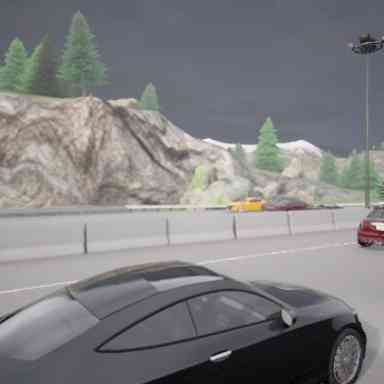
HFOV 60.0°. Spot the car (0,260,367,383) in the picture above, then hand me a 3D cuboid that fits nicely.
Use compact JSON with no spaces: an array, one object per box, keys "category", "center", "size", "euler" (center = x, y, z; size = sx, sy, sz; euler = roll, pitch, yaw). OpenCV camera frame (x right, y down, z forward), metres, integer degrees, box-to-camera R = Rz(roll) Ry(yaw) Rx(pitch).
[{"category":"car","center":[-0.032,1.513,3.595],"size":[4.674,1.442,1.812],"euler":[0,0,-35]}]

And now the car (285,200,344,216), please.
[{"category":"car","center":[9.934,1.521,25.878],"size":[4.718,1.301,1.895],"euler":[0,0,-26]}]

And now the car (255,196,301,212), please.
[{"category":"car","center":[8.360,1.386,28.980],"size":[5.008,1.535,1.882],"euler":[0,0,-26]}]

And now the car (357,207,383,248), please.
[{"category":"car","center":[8.673,1.314,13.084],"size":[4.553,1.767,2.097],"euler":[0,0,-29]}]

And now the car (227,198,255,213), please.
[{"category":"car","center":[6.085,1.362,35.651],"size":[5.008,1.535,1.882],"euler":[0,0,-26]}]
